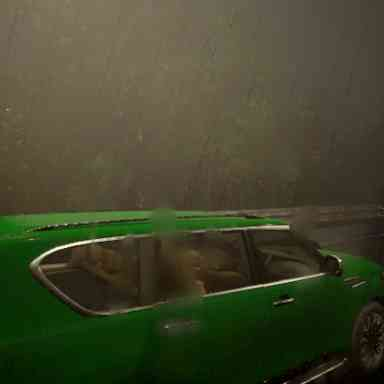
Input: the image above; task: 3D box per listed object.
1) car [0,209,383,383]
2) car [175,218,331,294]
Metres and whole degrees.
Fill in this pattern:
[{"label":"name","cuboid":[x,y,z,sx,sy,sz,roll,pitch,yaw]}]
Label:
[{"label":"car","cuboid":[0.167,1.223,3.877,5.566,2.045,2.150,0,0,-36]},{"label":"car","cuboid":[1.827,1.569,9.387,4.181,1.385,1.994,0,0,-36]}]
